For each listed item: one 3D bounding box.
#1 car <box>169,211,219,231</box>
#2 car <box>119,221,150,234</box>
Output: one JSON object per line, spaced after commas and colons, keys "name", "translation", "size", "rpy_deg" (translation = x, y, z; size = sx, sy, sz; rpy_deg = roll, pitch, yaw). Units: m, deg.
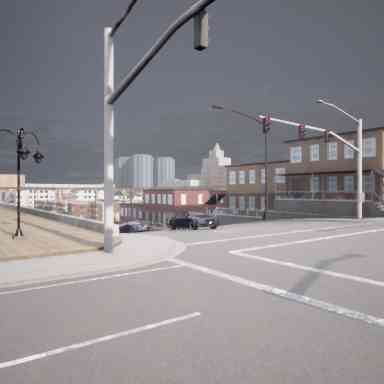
{"name": "car", "translation": [0.061, 2.054, 24.187], "size": [1.994, 1.385, 4.181], "rpy_deg": [0, -4, -36]}
{"name": "car", "translation": [-5.808, 3.504, 32.150], "size": [1.812, 1.442, 4.674], "rpy_deg": [0, -12, -37]}
